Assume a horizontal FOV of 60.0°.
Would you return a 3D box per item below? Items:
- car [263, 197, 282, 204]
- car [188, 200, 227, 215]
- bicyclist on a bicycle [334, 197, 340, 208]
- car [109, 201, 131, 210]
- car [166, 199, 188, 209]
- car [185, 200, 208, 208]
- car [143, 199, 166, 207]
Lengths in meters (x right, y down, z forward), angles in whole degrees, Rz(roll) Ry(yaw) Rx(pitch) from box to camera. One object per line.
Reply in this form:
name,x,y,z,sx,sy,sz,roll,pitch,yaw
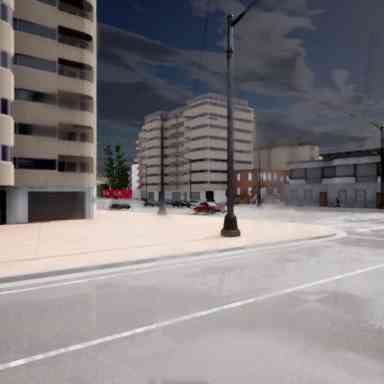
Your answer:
car,16.308,1.759,67.668,1.970,1.475,3.806,0,-1,-37
car,2.001,1.799,37.445,1.812,1.442,4.674,0,-1,-37
bicyclist on a bicycle,20.236,1.486,46.422,1.656,1.620,0.582,0,-1,-37
car,-12.302,2.324,56.666,2.033,1.411,5.357,0,-1,-37
car,-2.119,2.231,60.693,1.837,1.490,4.892,0,-1,-36
car,0.747,2.248,62.710,1.812,1.442,4.674,0,-1,-36
car,-8.272,2.379,68.820,2.033,1.411,5.357,0,0,-37
